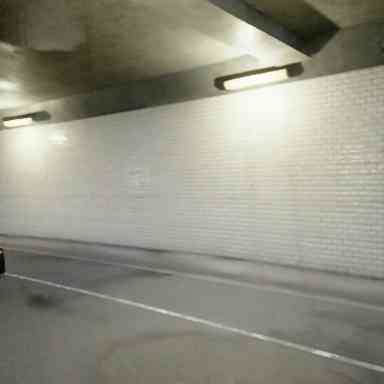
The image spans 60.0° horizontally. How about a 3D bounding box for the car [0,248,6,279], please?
[{"bbox_3d":[-6.490,1.542,7.957,4.902,1.511,2.128,0,-1,31],"label":"car"}]
